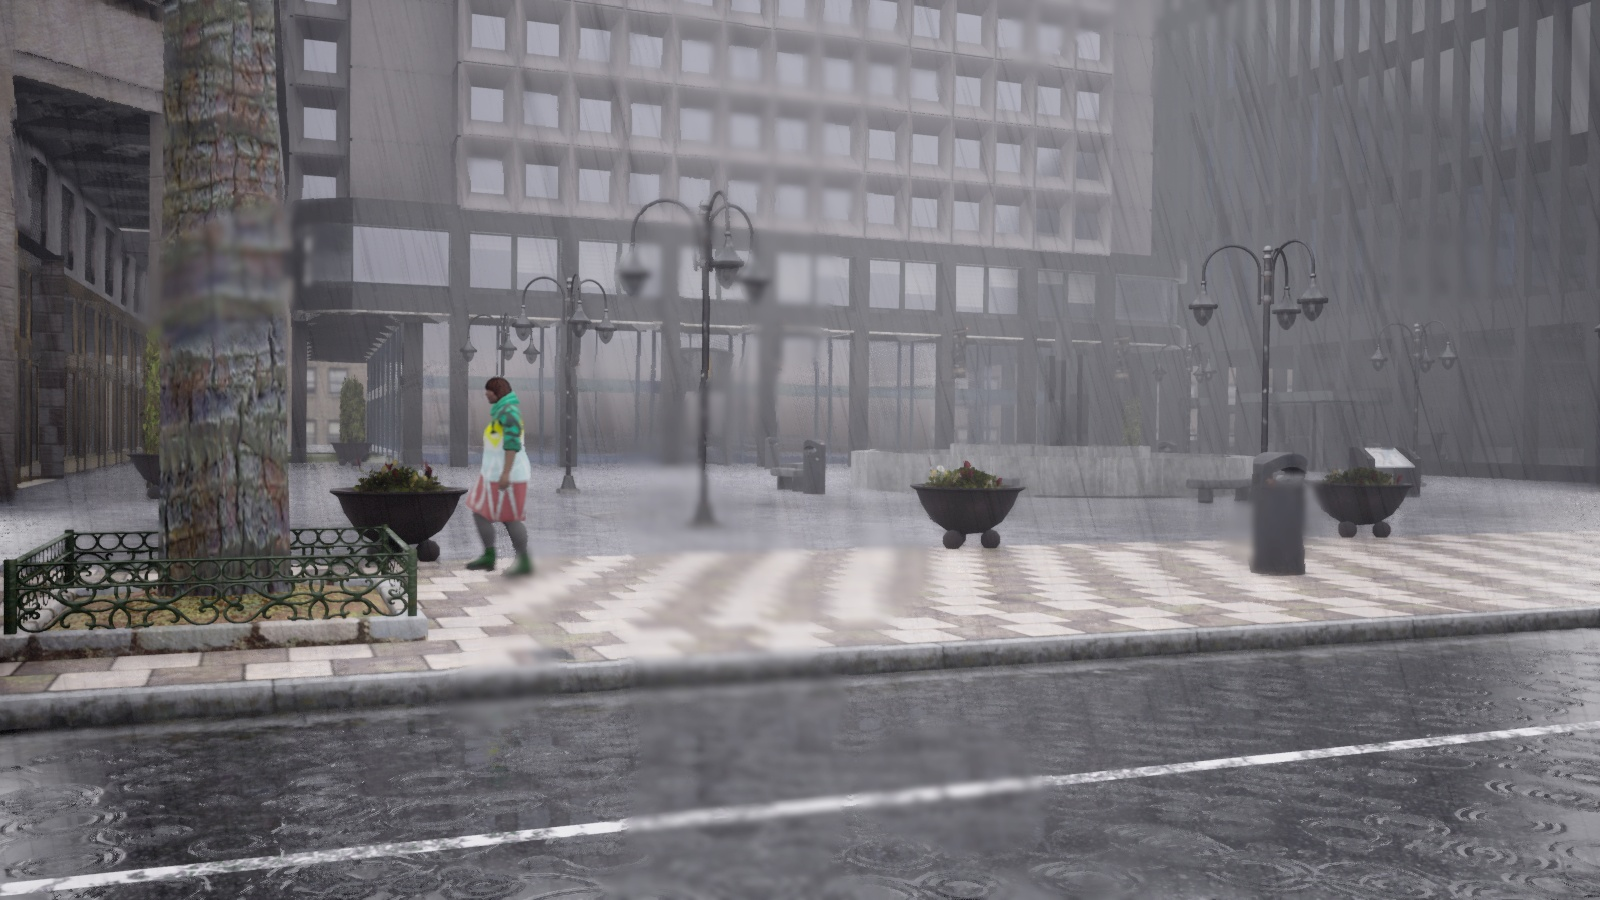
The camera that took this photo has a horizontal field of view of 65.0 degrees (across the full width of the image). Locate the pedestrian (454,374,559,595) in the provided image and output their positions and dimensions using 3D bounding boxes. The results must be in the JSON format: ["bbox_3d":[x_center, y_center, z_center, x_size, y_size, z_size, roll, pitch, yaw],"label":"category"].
[{"bbox_3d":[-2.701,0.296,11.520,0.873,1.952,0.659,-1,1,-17],"label":"pedestrian"}]
